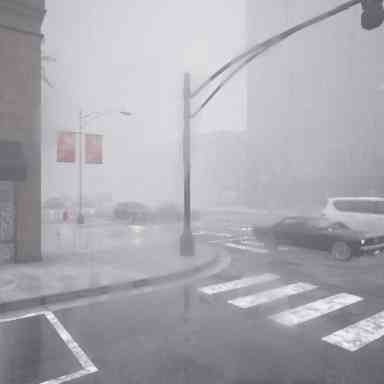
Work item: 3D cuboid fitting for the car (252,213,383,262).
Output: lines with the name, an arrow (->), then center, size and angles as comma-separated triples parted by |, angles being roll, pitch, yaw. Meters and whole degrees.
car -> 4.560, 1.594, 12.331 | 1.895, 1.301, 4.718 | 0, 0, -36

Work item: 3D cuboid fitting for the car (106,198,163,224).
car -> -4.401, 1.474, 24.776 | 1.837, 1.490, 4.892 | 0, 0, -36

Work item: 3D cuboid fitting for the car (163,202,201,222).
car -> -1.210, 1.493, 25.938 | 1.812, 1.442, 4.674 | 0, 0, -36

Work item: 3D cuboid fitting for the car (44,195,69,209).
car -> -18.113, 1.442, 43.897 | 1.837, 1.490, 4.892 | 0, 0, -35

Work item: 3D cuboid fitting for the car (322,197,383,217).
car -> 7.890, 1.216, 13.275 | 2.150, 2.045, 5.566 | 0, 0, -36

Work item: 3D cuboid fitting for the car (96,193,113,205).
car -> -15.480, 1.130, 57.180 | 2.150, 2.045, 5.566 | 0, 0, -36

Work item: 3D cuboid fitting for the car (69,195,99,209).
car -> -14.520, 1.497, 44.450 | 1.994, 1.385, 4.181 | 0, 0, -35
